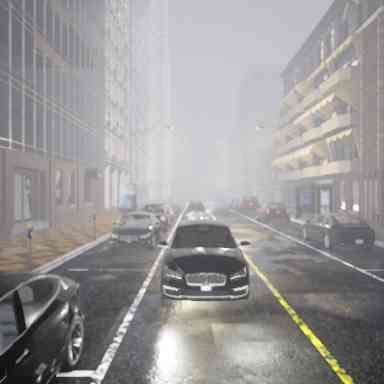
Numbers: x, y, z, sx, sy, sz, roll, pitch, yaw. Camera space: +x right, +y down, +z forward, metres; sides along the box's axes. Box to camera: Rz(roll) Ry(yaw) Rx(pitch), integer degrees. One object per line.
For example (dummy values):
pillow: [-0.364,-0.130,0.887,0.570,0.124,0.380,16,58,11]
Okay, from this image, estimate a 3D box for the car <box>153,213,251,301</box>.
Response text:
car: [0.277,1.513,8.516,1.837,1.490,4.892,0,0,0]

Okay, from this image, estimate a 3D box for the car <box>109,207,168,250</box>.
car: [-2.301,1.563,14.265,2.008,1.369,4.403,0,0,0]

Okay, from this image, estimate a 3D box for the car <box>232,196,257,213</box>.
car: [6.138,1.361,36.838,2.192,1.841,5.009,0,0,0]

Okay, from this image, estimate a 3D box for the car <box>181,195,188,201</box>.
car: [-2.096,1.579,93.346,1.967,1.590,4.097,0,0,0]

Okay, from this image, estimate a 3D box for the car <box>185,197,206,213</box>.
car: [0.448,1.607,37.333,1.994,1.385,4.181,0,0,0]

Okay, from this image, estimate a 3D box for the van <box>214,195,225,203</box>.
van: [6.225,1.441,70.729,1.690,1.788,3.998,0,0,0]

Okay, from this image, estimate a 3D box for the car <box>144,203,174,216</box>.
car: [-2.287,1.460,19.915,1.967,1.590,4.097,0,0,0]

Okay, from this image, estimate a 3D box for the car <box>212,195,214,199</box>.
car: [6.241,1.677,76.378,1.947,1.339,4.313,0,0,0]

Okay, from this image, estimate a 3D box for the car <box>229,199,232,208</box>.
car: [6.152,1.635,42.487,1.802,1.307,4.206,0,0,0]

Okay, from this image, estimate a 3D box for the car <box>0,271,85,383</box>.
car: [-2.331,1.567,2.968,1.947,1.339,4.313,0,0,0]

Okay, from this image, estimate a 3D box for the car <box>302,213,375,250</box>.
car: [6.079,1.568,14.244,2.008,1.369,4.403,0,0,0]

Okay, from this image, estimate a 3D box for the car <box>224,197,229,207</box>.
car: [6.167,1.642,48.135,1.802,1.307,4.206,0,0,0]

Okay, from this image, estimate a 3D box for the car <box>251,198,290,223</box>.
car: [6.108,1.471,25.541,1.967,1.590,4.097,0,0,0]

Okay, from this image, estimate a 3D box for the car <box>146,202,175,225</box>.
car: [-2.273,1.552,25.392,1.752,1.417,4.829,0,0,0]
